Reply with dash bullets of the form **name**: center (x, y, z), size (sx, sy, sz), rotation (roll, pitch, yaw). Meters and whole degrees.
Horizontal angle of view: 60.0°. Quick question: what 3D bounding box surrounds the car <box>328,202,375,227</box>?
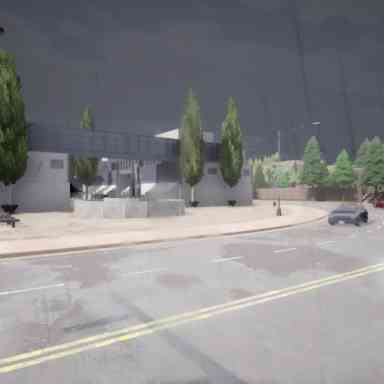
- **car**: center (11.021, 1.547, 23.169), size (2.033, 1.411, 5.357), rotation (0, 0, 36)

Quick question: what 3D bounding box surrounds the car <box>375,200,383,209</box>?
- **car**: center (25.265, 1.600, 43.076), size (1.895, 1.301, 4.718), rotation (0, 0, 4)
